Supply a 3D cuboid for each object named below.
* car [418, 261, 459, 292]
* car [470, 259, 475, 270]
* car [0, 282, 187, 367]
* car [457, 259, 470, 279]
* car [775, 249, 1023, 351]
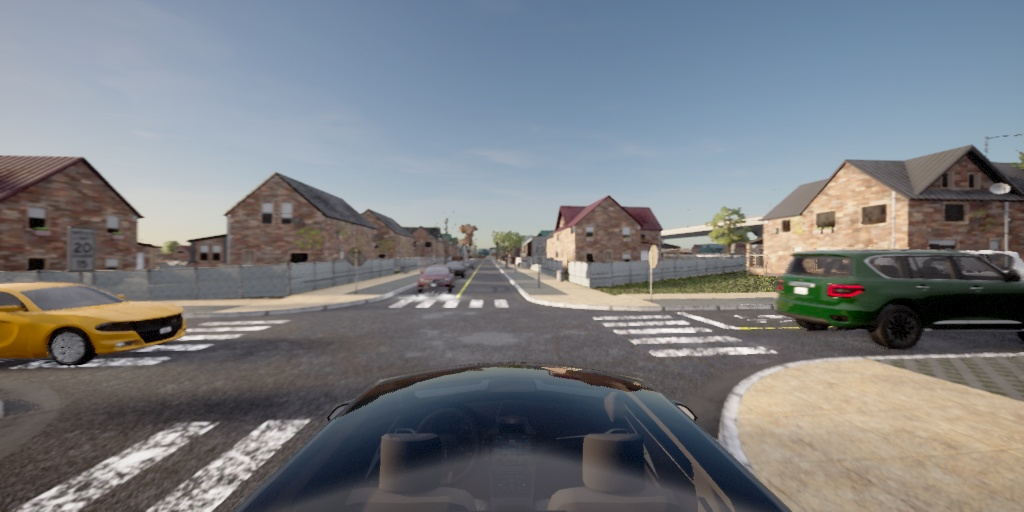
[{"bbox_3d":[-4.314,1.248,21.011,1.812,1.442,4.674,0,0,-6],"label":"car"},{"bbox_3d":[-6.483,1.202,52.385,2.128,1.511,4.902,0,0,-3],"label":"car"},{"bbox_3d":[-9.687,1.279,7.327,5.008,1.535,1.882,0,0,-3],"label":"car"},{"bbox_3d":[-5.161,1.195,32.620,1.882,1.535,5.008,0,0,-4],"label":"car"},{"bbox_3d":[9.221,0.864,8.264,5.566,2.045,2.150,0,0,-3],"label":"car"}]
